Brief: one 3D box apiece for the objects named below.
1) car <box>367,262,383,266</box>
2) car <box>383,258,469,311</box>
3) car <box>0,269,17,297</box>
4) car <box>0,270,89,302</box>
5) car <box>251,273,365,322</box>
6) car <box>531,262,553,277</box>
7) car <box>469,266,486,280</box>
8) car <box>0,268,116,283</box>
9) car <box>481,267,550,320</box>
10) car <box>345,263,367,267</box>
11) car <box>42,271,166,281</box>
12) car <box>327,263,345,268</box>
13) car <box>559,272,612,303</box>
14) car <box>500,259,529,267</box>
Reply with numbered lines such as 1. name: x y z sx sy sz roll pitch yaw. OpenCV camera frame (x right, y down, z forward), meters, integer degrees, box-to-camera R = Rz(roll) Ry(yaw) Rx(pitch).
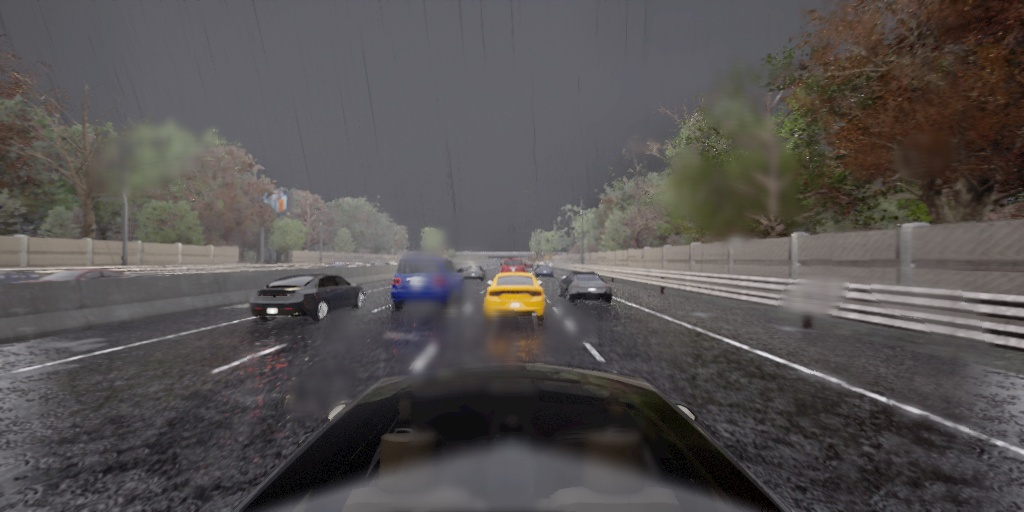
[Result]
1. car: -21.037 1.774 57.832 1.837 1.490 4.892 0 -1 1
2. car: -3.399 1.095 15.427 2.150 2.045 5.566 0 0 0
3. car: -28.098 1.417 17.340 1.812 1.442 4.674 0 -1 0
4. car: -24.600 1.438 17.316 2.033 1.411 5.357 0 -1 0
5. car: -6.898 1.354 12.746 1.837 1.490 4.892 0 -1 0
6. car: 3.502 1.666 40.330 1.994 1.385 4.181 0 -1 0
7. car: -3.394 1.601 33.275 1.994 1.385 4.181 0 -1 0
8. car: -21.097 1.370 17.533 1.882 1.535 5.008 0 -1 0
9. car: 0.104 1.330 13.152 1.882 1.535 5.008 0 -1 0
10. car: -24.527 1.870 57.810 1.895 1.301 4.718 0 -1 1
11. car: -17.598 1.485 16.574 1.895 1.301 4.718 0 -1 0
12. car: -28.008 1.822 58.338 2.033 1.411 5.357 0 -1 0
13. car: 3.500 1.457 17.684 1.994 1.385 4.181 0 -1 0
14. car: 0.102 1.248 32.098 2.150 2.045 5.566 0 -1 0
